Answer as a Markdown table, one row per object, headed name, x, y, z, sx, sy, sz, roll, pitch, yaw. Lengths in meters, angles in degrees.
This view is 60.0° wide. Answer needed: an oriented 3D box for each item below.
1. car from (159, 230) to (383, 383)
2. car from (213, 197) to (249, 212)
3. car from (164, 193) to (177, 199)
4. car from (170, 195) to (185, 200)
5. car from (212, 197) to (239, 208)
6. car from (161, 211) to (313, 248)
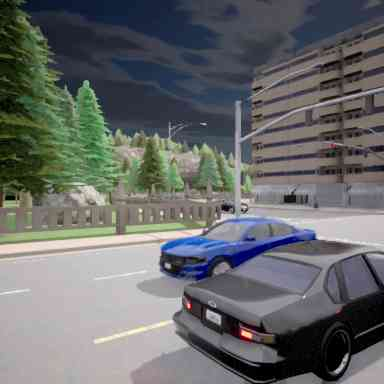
| name | x | y | z | sx | sy | sz | roll | pitch | yaw |
| --- | --- | --- | --- | --- | --- | --- | --- | --- | --- |
| car | 2.312 | 1.547 | 5.438 | 5.357 | 1.411 | 2.033 | 0 | 0 | -35 |
| car | 3.877 | 1.436 | 34.920 | 2.128 | 1.511 | 4.902 | 0 | 0 | -32 |
| car | -3.372 | 1.163 | 55.247 | 2.150 | 2.045 | 5.566 | 0 | 0 | -3 |
| car | -1.063 | 1.492 | 44.349 | 2.033 | 1.411 | 5.357 | 0 | 0 | -19 |
| car | 4.793 | 1.492 | 48.881 | 2.033 | 1.411 | 5.357 | 0 | 0 | -17 |
| car | 1.460 | 1.477 | 9.333 | 5.008 | 1.535 | 1.882 | 0 | 0 | -36 |
